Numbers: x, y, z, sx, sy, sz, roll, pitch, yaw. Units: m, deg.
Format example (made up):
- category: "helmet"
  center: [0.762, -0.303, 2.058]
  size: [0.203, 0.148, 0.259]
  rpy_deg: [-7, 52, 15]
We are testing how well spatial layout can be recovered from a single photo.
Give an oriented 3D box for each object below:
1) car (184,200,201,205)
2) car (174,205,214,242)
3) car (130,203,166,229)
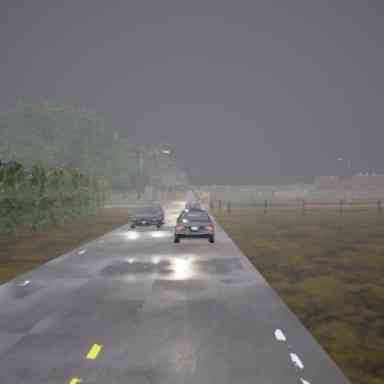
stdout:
- category: "car"
  center: [0.093, 1.608, 37.437]
  size: [2.033, 1.411, 5.357]
  rpy_deg: [0, 0, 0]
- category: "car"
  center: [0.095, 1.568, 16.360]
  size: [2.033, 1.411, 5.357]
  rpy_deg: [0, 0, 0]
- category: "car"
  center: [-2.790, 1.534, 21.800]
  size: [1.837, 1.490, 4.892]
  rpy_deg: [0, 0, 1]
